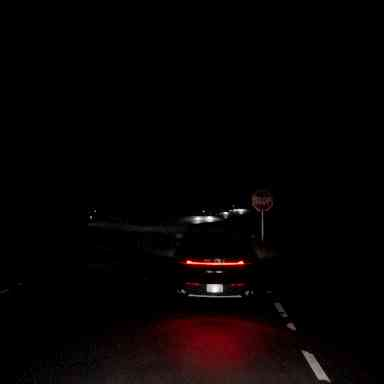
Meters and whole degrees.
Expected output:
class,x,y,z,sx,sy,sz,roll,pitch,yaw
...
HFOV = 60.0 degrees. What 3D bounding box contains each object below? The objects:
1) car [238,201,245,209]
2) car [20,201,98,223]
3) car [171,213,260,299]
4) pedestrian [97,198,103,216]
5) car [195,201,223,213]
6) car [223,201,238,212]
class,x,y,z,sx,sy,sz,roll,pitch,yaw
car,7.828,2.185,56.507,1.895,1.301,4.718,0,-1,16
car,-8.722,1.257,22.061,4.718,1.301,1.895,2,-1,11
car,0.591,1.510,8.481,1.837,1.490,4.892,0,0,4
pedestrian,-8.007,1.099,28.566,0.375,1.860,0.375,0,-4,7
car,1.704,1.801,35.383,1.994,1.385,4.181,0,-1,15
car,4.495,1.946,45.294,2.033,1.411,5.357,0,-1,17
